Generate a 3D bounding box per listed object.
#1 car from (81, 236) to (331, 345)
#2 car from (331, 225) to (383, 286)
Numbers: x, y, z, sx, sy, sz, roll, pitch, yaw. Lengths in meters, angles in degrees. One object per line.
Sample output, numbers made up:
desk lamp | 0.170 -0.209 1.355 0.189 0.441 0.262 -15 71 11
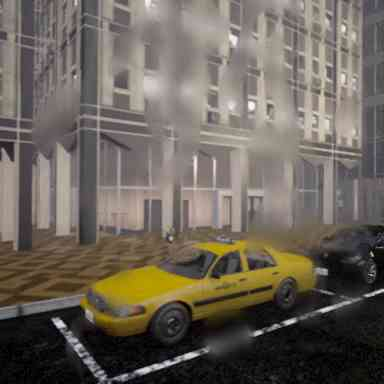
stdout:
car | 0.424 1.564 6.403 4.829 1.417 1.752 1 0 -35
car | 5.078 1.661 9.723 4.313 1.339 1.947 1 0 -35
